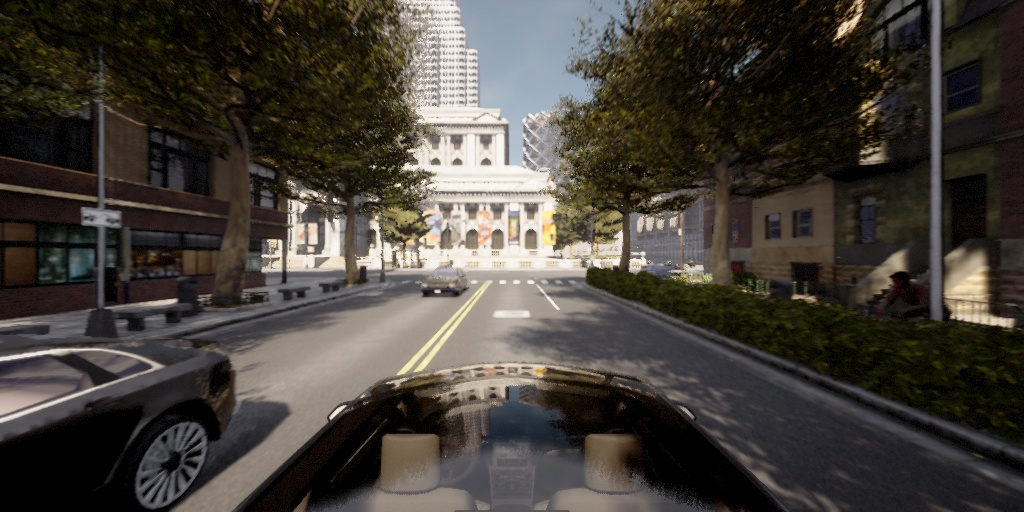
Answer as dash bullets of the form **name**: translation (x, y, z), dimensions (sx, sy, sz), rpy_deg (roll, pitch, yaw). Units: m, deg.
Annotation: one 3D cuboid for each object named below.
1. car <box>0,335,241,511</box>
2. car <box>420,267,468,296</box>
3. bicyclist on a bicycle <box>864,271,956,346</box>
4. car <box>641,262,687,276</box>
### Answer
- **car**: translation (-3.591, 1.246, 1.466), dimensions (2.128, 1.511, 4.902), rpy_deg (0, 0, 0)
- **car**: translation (-3.525, 1.301, 19.661), dimensions (2.033, 1.411, 5.357), rpy_deg (0, 0, 0)
- **bicyclist on a bicycle**: translation (6.128, 1.066, 5.545), dimensions (1.656, 1.620, 0.582), rpy_deg (2, 0, 0)
- **car**: translation (14.859, 1.291, 35.172), dimensions (4.181, 1.385, 1.994), rpy_deg (0, 0, 0)
